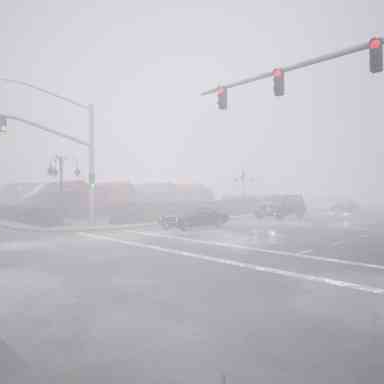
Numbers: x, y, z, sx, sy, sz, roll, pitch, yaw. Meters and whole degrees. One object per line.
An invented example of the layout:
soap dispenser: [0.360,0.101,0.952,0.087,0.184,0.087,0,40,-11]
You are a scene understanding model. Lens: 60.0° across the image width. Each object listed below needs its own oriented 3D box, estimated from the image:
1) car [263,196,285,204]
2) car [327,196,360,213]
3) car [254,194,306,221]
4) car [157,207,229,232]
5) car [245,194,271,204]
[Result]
car: [16.392,1.550,66.896,1.970,1.475,3.806,0,0,-44]
car: [17.427,1.517,37.593,4.674,1.442,1.812,0,0,-44]
car: [7.510,1.234,27.955,5.566,2.045,2.150,0,0,-44]
car: [0.150,1.629,20.779,4.718,1.301,1.895,0,0,-44]
car: [12.403,1.316,62.996,1.932,1.855,4.605,0,0,-44]
